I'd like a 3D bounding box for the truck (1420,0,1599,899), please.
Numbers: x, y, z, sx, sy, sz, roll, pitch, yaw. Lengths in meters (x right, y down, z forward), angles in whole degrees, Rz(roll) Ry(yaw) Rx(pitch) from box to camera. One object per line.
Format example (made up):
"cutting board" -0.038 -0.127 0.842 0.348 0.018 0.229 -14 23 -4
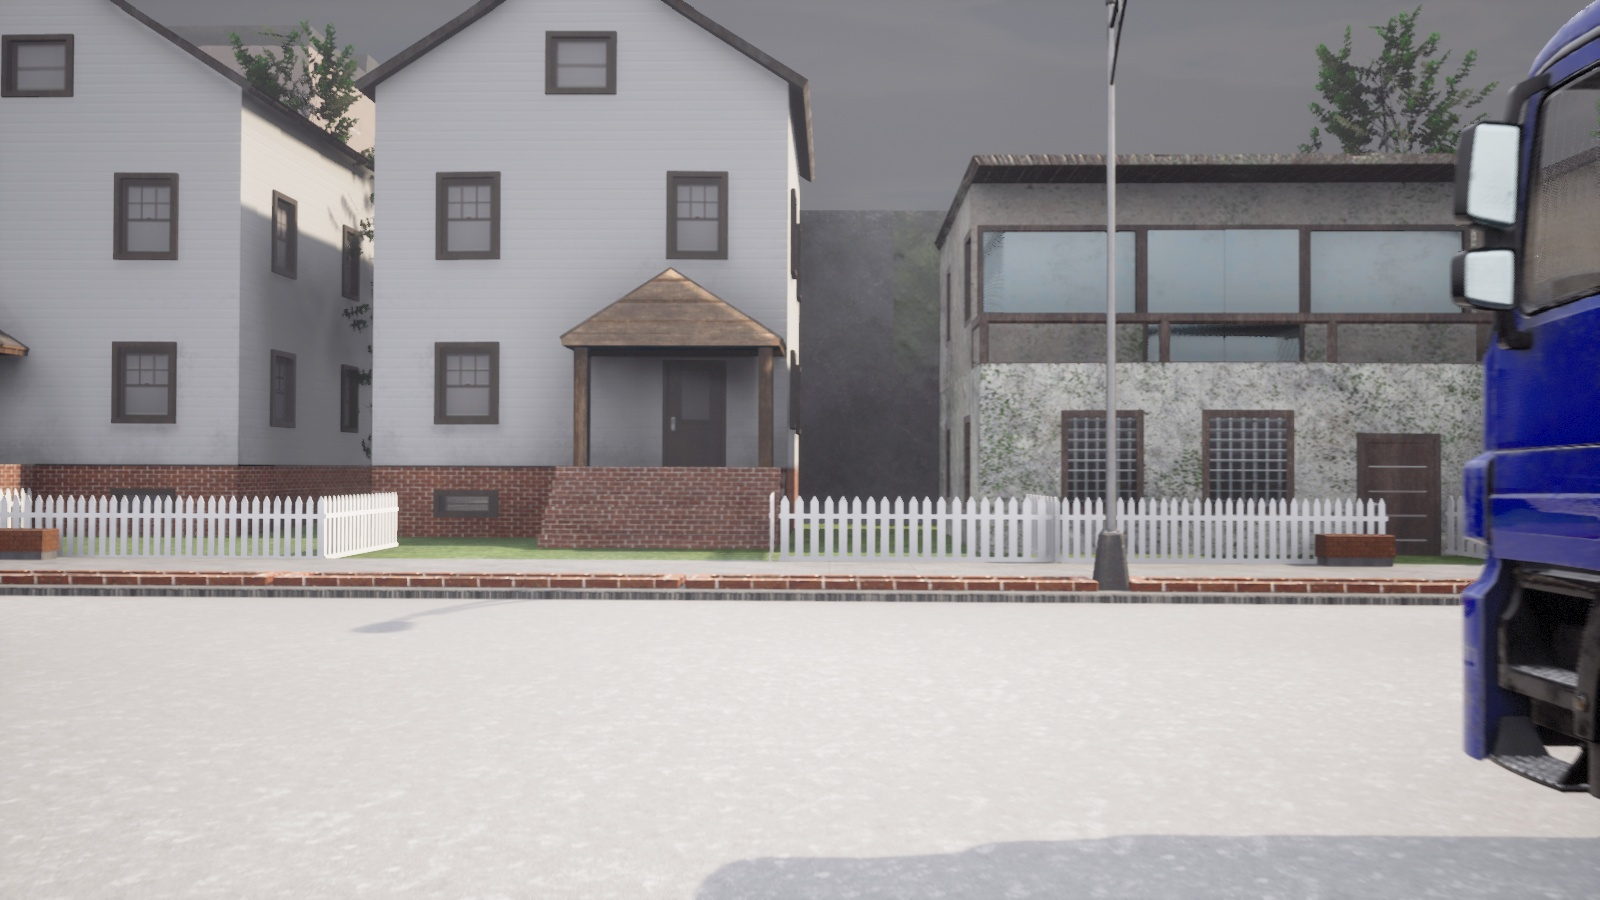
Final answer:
"truck" 4.075 -0.165 1.460 2.891 3.462 7.936 0 -1 1
